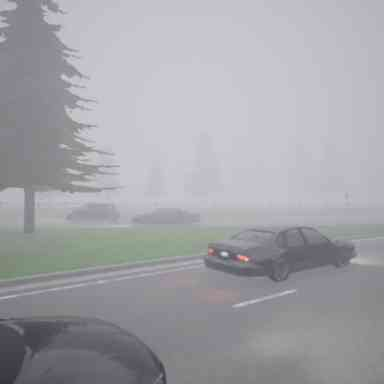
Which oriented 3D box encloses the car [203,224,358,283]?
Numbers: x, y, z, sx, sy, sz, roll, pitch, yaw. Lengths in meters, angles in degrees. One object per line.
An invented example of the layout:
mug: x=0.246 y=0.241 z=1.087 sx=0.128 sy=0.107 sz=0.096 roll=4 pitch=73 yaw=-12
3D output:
car: x=2.875 y=1.694 z=10.152 sx=5.357 sy=1.411 sz=2.033 roll=1 pitch=-1 yaw=-36

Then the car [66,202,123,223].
car: x=-8.395 y=1.712 z=28.888 sx=4.553 sy=1.767 sz=2.097 roll=0 pitch=-1 yaw=-3

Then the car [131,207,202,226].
car: x=-1.952 y=1.886 z=25.764 sx=5.357 sy=1.411 sz=2.033 roll=0 pitch=-1 yaw=-6

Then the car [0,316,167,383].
car: x=-2.430 y=1.512 z=1.935 sx=4.902 sy=1.511 sz=2.128 roll=1 pitch=-1 yaw=-34

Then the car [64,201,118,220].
car: x=-9.721 y=1.754 z=32.308 sx=4.553 sy=1.767 sz=2.097 roll=0 pitch=-1 yaw=-3
